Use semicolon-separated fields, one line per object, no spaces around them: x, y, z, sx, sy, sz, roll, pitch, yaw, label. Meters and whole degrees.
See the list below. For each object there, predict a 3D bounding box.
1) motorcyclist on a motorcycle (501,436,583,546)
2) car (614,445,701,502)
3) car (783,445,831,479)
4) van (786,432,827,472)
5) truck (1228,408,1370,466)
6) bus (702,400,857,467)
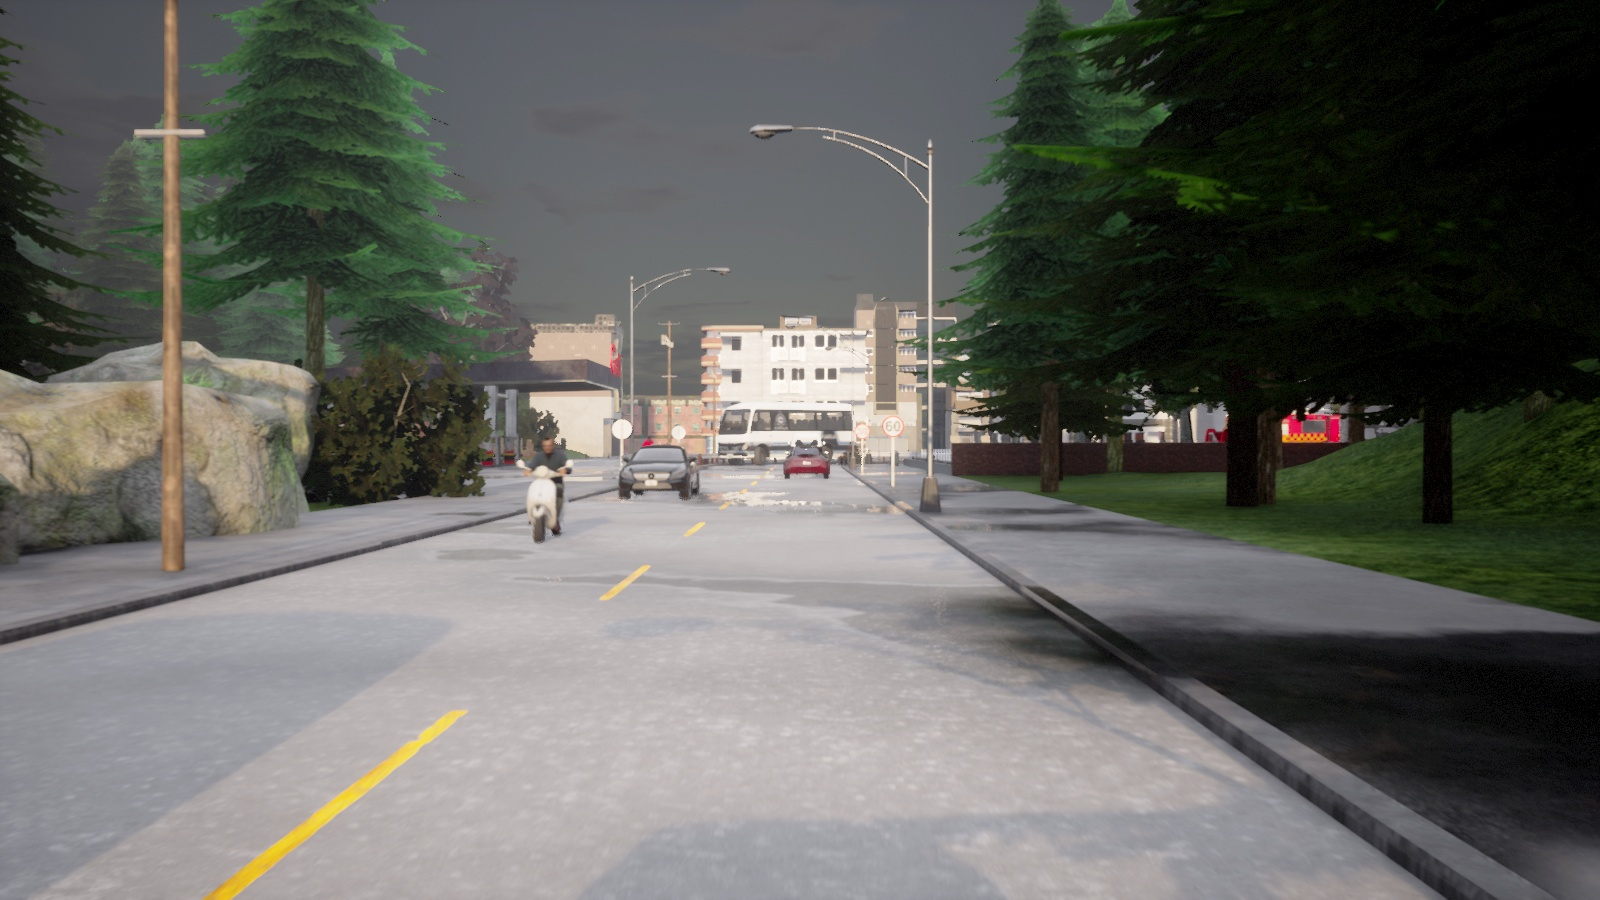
-3.877;0.589;19.031;0.866;1.590;1.817;0;0;0;motorcyclist on a motorcycle
-3.794;0.577;34.132;1.812;1.442;4.674;0;0;0;car
0.294;0.503;54.580;1.994;1.385;4.181;0;0;0;car
0.347;0.093;66.862;2.069;2.038;4.480;0;0;0;van
33.733;-0.871;85.174;8.468;3.827;2.891;0;0;0;truck
-1.238;-1.111;84.394;10.273;4.253;3.944;-1;1;-41;bus
